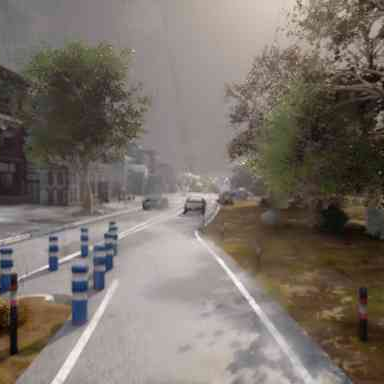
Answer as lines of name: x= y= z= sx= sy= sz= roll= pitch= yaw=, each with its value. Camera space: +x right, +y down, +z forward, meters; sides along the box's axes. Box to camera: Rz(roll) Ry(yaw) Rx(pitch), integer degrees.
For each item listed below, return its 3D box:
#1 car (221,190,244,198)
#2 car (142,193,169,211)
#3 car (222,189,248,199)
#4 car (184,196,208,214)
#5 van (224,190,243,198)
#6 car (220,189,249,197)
car: x=11.026 y=0.546 z=90.127 sx=5.566 sy=2.045 sz=2.435 roll=1 pitch=-1 yaw=-16
car: x=-3.701 y=0.932 z=34.356 sx=2.097 sy=1.767 sz=4.553 roll=0 pitch=1 yaw=6
car: x=10.149 y=0.457 z=78.292 sx=5.566 sy=2.045 sz=2.435 roll=1 pitch=0 yaw=-16
car: x=0.373 y=1.135 z=30.341 sx=2.128 sy=1.511 sz=4.902 roll=0 pitch=1 yaw=6
van: x=10.900 y=0.553 z=87.202 sx=4.442 sy=1.987 sz=1.878 roll=1 pitch=-1 yaw=-16
car: x=9.993 y=0.435 z=75.368 sx=5.566 sy=2.045 sz=2.435 roll=1 pitch=-1 yaw=-16
